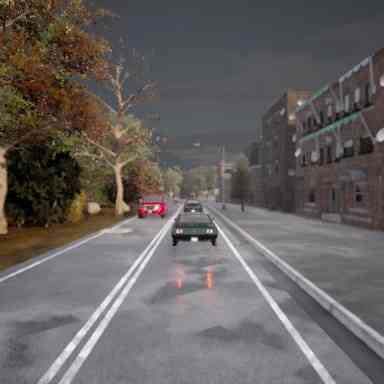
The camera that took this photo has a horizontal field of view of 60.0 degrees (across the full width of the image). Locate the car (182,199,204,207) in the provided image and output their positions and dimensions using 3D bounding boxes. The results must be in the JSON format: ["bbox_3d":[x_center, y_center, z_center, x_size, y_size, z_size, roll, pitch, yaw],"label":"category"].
[{"bbox_3d":[0.095,1.493,33.240,1.837,1.490,4.892,0,0,0],"label":"car"}]

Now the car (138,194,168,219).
[{"bbox_3d":[-3.351,1.210,29.356,2.150,2.045,5.566,0,0,0],"label":"car"}]

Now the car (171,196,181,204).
[{"bbox_3d":[-3.362,1.636,70.155,2.097,1.767,4.553,0,-1,0],"label":"car"}]

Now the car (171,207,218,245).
[{"bbox_3d":[0.102,1.597,15.443,1.895,1.301,4.718,0,0,0],"label":"car"}]
